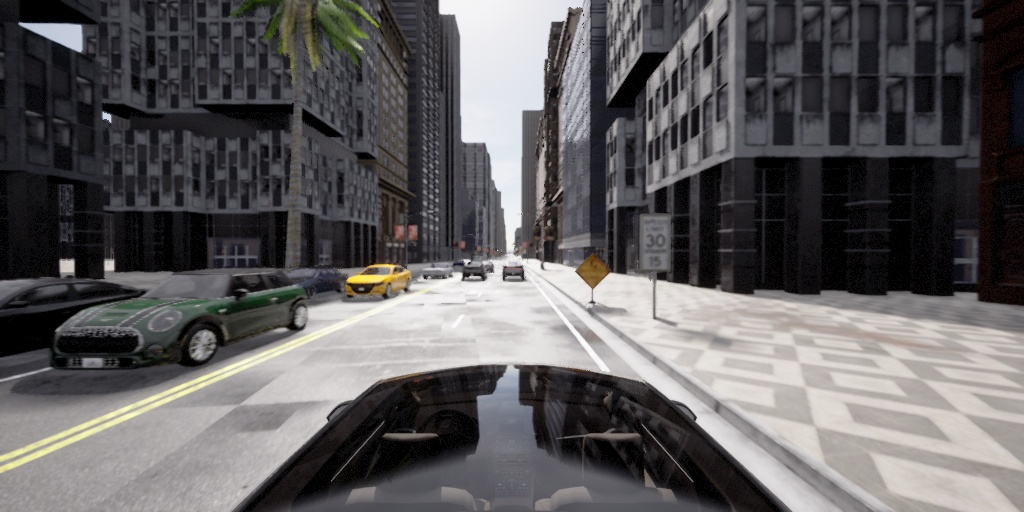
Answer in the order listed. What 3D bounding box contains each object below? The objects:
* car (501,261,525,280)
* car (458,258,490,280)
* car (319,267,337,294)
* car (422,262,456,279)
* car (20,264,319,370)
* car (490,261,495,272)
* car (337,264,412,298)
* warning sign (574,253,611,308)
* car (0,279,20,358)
[{"bbox_3d":[0.112,1.186,30.616,2.128,1.511,4.902,0,0,0],"label":"car"},{"bbox_3d":[-3.140,1.199,30.597,1.837,1.490,4.892,0,0,0],"label":"car"},{"bbox_3d":[-9.842,1.248,17.685,2.033,1.411,5.357,0,0,0],"label":"car"},{"bbox_3d":[-6.511,1.296,31.644,1.895,1.301,4.718,0,0,1],"label":"car"},{"bbox_3d":[-6.596,1.078,7.880,2.097,1.767,4.553,0,0,0],"label":"car"},{"bbox_3d":[-3.167,1.260,44.223,2.033,1.411,5.357,0,0,0],"label":"car"},{"bbox_3d":[-6.585,1.177,18.204,1.882,1.535,5.008,0,0,0],"label":"car"},{"bbox_3d":[2.853,0.823,12.760,1.300,1.860,1.060,0,0,0],"label":"warning sign"},{"bbox_3d":[-9.848,1.206,7.156,1.882,1.535,5.008,0,0,0],"label":"car"}]
